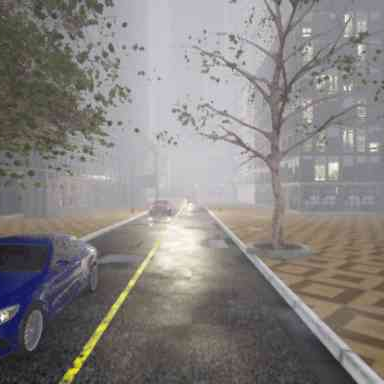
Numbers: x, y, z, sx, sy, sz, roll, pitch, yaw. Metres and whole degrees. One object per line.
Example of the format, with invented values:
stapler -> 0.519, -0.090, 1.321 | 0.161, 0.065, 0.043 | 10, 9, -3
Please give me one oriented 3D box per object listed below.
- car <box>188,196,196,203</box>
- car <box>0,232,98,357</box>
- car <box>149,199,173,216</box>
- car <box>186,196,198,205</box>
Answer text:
car -> -0.002, 1.691, 75.513 | 1.812, 1.442, 4.674 | 0, 0, 0
car -> -3.090, 1.542, 6.177 | 1.812, 1.442, 4.674 | 0, 0, 0
car -> -3.002, 1.460, 33.335 | 2.097, 1.767, 4.553 | 0, 0, 0
car -> -0.002, 1.578, 65.454 | 2.097, 1.767, 4.553 | 0, 0, 0
